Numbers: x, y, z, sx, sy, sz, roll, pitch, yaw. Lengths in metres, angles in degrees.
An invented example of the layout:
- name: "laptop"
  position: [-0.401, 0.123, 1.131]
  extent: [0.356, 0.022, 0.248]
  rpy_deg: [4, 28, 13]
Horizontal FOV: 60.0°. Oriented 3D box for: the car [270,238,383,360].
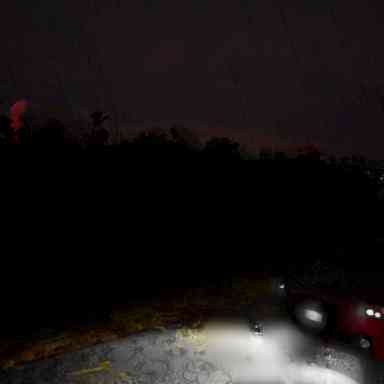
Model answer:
- name: "car"
  position: [3.338, 1.551, 5.837]
  extent: [4.181, 1.385, 1.994]
  rpy_deg: [0, 0, -35]
